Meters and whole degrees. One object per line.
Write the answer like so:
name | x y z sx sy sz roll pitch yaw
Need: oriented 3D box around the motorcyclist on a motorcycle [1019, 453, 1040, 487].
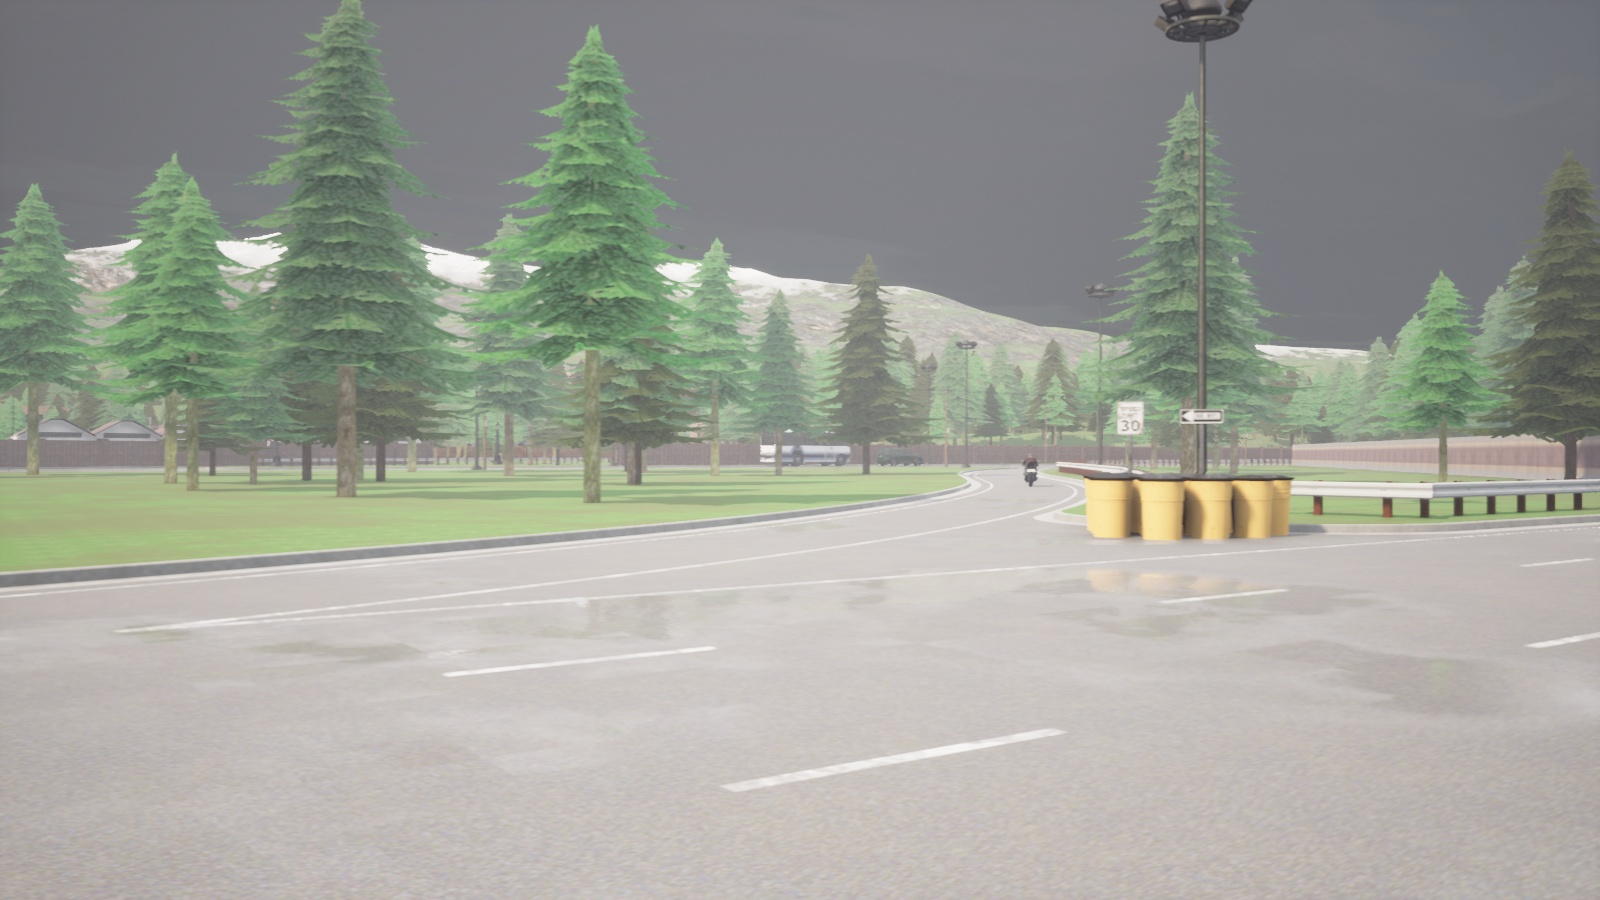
motorcyclist on a motorcycle | 10.455 0.898 57.241 0.866 1.530 2.191 0 0 9
